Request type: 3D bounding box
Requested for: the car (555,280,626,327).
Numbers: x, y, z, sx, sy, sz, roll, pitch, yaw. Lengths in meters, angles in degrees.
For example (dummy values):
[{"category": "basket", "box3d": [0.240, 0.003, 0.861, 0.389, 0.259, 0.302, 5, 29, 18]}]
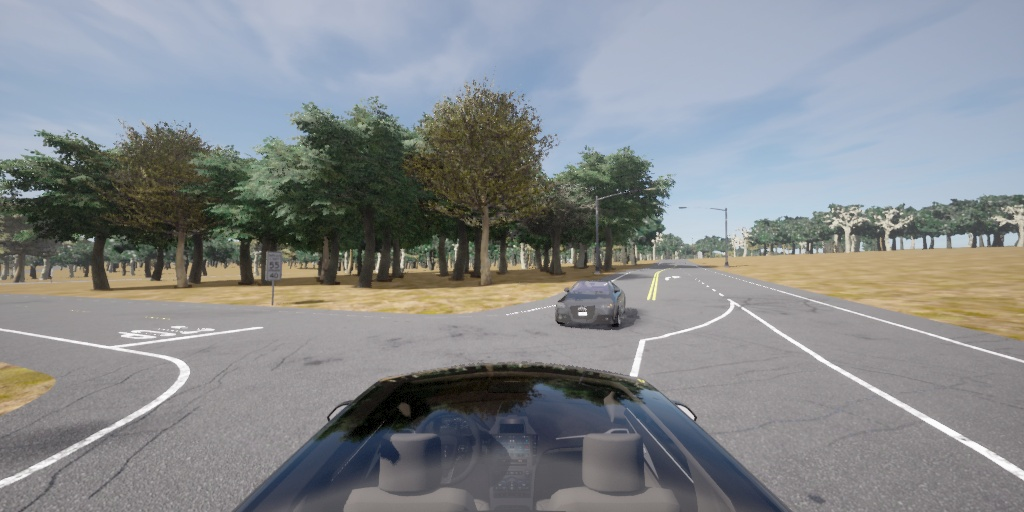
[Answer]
[{"category": "car", "box3d": [2.907, 1.556, 12.786, 1.994, 1.385, 4.181, -2, 0, 22]}]
